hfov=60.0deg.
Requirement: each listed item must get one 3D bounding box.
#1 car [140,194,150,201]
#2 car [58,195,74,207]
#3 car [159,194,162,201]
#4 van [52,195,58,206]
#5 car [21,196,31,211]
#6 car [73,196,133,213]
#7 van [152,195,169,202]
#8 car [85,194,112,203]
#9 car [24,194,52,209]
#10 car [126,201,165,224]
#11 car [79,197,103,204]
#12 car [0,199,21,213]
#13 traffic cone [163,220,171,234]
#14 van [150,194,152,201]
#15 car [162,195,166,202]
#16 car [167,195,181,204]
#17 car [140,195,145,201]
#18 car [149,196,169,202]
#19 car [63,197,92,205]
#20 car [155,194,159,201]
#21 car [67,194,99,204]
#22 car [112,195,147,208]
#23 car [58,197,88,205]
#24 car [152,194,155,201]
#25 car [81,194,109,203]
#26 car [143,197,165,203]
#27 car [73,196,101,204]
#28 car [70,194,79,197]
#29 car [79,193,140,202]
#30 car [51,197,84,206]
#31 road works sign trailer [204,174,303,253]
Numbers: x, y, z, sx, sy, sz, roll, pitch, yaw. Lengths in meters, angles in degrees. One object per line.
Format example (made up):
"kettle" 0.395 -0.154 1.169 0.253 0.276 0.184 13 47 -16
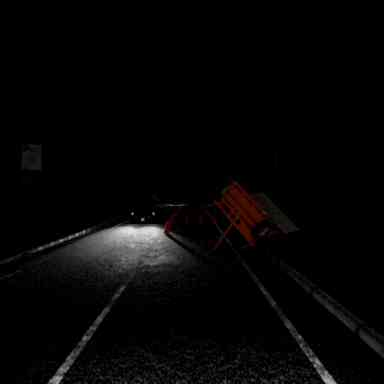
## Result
"car" -8.842 1.230 44.498 5.566 2.045 2.435 0 0 0
"car" -21.890 1.588 52.815 4.674 1.452 2.002 0 0 0
"car" -8.846 1.368 61.317 5.566 2.045 2.435 0 0 0
"van" -22.008 1.276 47.245 4.442 1.987 1.878 0 0 0
"car" -21.900 1.488 38.895 4.674 1.452 2.002 0 0 0
"car" -8.819 1.428 33.286 4.892 1.521 2.231 0 0 0
"van" -8.722 1.725 92.148 4.442 1.987 1.878 0 -1 0
"car" -21.880 1.534 77.759 5.566 2.045 2.435 0 -1 0
"car" -21.862 1.356 44.464 4.553 1.767 2.185 0 0 0
"car" -3.332 1.562 24.793 1.895 1.301 4.718 0 0 0
"car" -21.902 1.762 72.186 4.674 1.452 2.002 0 -1 0
"car" -21.906 1.435 36.108 5.008 1.535 2.097 0 0 0
"traffic cone" -1.367 1.927 17.820 0.340 0.580 0.340 0 0 0
"van" -8.696 1.299 50.103 4.442 1.987 1.878 0 0 0
"car" -8.820 1.724 72.527 5.008 1.535 2.097 0 -1 0
"car" -3.242 1.753 65.583 1.994 1.385 4.181 0 -1 1
"car" -8.822 1.462 41.691 4.892 1.521 2.231 0 0 0
"car" -8.831 1.918 89.342 5.008 1.535 2.097 0 -1 0
"car" -21.928 1.672 63.956 4.792 1.488 2.163 0 0 0
"car" -8.810 1.595 58.511 5.008 1.535 2.097 0 0 0
"car" -21.873 1.416 66.742 5.566 2.045 2.435 0 0 0
"car" -8.781 1.376 47.298 4.553 1.767 2.185 0 0 0
"car" -21.867 1.648 61.171 4.792 1.488 2.163 0 0 0
"car" -8.807 1.550 52.905 4.892 1.521 2.231 0 0 0
"car" -21.877 1.503 75.097 5.566 2.045 2.435 0 -1 0
"car" -8.858 1.818 78.130 4.792 1.488 2.163 0 -1 0
"car" -21.897 1.695 69.526 5.008 1.535 2.097 0 -1 0
"car" -21.708 1.569 55.601 5.366 1.575 1.946 0 0 0
"car" -8.850 1.184 36.088 5.566 2.045 2.435 0 0 0
"car" -21.890 1.595 58.387 5.008 1.535 2.097 0 0 0
"road works sign trailer" 2.375 1.047 12.674 3.560 2.880 2.380 -5 45 -44
